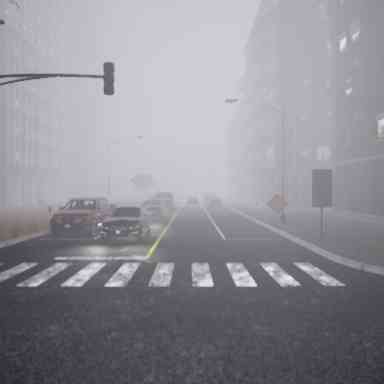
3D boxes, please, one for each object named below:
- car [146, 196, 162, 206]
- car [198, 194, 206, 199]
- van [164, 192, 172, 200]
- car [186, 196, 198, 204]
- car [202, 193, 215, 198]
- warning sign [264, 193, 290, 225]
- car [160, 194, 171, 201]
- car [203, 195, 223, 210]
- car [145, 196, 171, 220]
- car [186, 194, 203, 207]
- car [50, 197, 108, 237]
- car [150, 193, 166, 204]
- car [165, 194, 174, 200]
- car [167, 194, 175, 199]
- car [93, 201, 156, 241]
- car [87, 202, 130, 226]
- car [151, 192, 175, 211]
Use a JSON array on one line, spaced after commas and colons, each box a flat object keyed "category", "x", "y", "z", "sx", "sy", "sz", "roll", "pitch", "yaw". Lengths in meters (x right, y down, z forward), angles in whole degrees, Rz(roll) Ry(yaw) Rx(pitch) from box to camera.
[{"category": "car", "x": -5.701, "y": 1.309, "z": 50.858, "sx": 1.947, "sy": 1.339, "sz": 4.313, "roll": 0, "pitch": 0, "yaw": 0}, {"category": "car", "x": 2.672, "y": 1.138, "z": 89.518, "sx": 2.008, "sy": 1.369, "sz": 4.403, "roll": 0, "pitch": 0, "yaw": 0}, {"category": "van", "x": -5.707, "y": 0.970, "z": 78.470, "sx": 1.690, "sy": 1.788, "sz": 3.998, "roll": 0, "pitch": 0, "yaw": 0}, {"category": "car", "x": -0.011, "y": 1.317, "z": 57.326, "sx": 1.895, "sy": 1.301, "sz": 4.718, "roll": 0, "pitch": 0, "yaw": 0}, {"category": "car", "x": 2.681, "y": 1.294, "z": 45.505, "sx": 1.752, "sy": 1.417, "sz": 4.829, "roll": 0, "pitch": 0, "yaw": 0}, {"category": "warning sign", "x": 5.065, "y": 1.011, "z": 19.845, "sx": 1.300, "sy": 1.860, "sz": 1.060, "roll": 0, "pitch": 0, "yaw": 0}, {"category": "car", "x": -5.705, "y": 1.202, "z": 72.948, "sx": 2.008, "sy": 1.369, "sz": 4.403, "roll": 0, "pitch": 0, "yaw": 0}, {"category": "car", "x": 2.682, "y": 1.361, "z": 39.813, "sx": 1.947, "sy": 1.339, "sz": 4.313, "roll": 0, "pitch": 0, "yaw": 0}, {"category": "car", "x": -3.100, "y": 1.352, "z": 26.571, "sx": 2.128, "sy": 1.511, "sz": 4.902, "roll": 0, "pitch": 0, "yaw": 0}, {"category": "car", "x": 0.082, "y": 1.310, "z": 46.648, "sx": 2.033, "sy": 1.411, "sz": 5.357, "roll": 0, "pitch": 0, "yaw": 0}, {"category": "car", "x": -5.696, "y": 1.221, "z": 17.719, "sx": 2.192, "sy": 1.841, "sz": 5.009, "roll": 0, "pitch": 0, "yaw": 0}, {"category": "car", "x": -5.703, "y": 1.035, "z": 56.378, "sx": 2.192, "sy": 1.841, "sz": 5.009, "roll": 0, "pitch": 0, "yaw": 0}, {"category": "car", "x": -5.707, "y": 1.152, "z": 83.994, "sx": 1.887, "sy": 1.381, "sz": 4.507, "roll": 0, "pitch": 0, "yaw": 0}, {"category": "car", "x": -5.708, "y": 1.153, "z": 89.517, "sx": 1.947, "sy": 1.339, "sz": 4.313, "roll": 0, "pitch": 0, "yaw": 0}, {"category": "car", "x": -3.102, "y": 1.418, "z": 16.364, "sx": 1.837, "sy": 1.490, "sz": 4.892, "roll": 0, "pitch": 0, "yaw": 0}, {"category": "car", "x": -5.696, "y": 1.443, "z": 23.243, "sx": 1.947, "sy": 1.339, "sz": 4.313, "roll": 0, "pitch": 0, "yaw": 0}, {"category": "car", "x": -3.092, "y": 1.029, "z": 37.148, "sx": 2.150, "sy": 2.045, "sz": 5.566, "roll": 0, "pitch": 0, "yaw": -1}]
